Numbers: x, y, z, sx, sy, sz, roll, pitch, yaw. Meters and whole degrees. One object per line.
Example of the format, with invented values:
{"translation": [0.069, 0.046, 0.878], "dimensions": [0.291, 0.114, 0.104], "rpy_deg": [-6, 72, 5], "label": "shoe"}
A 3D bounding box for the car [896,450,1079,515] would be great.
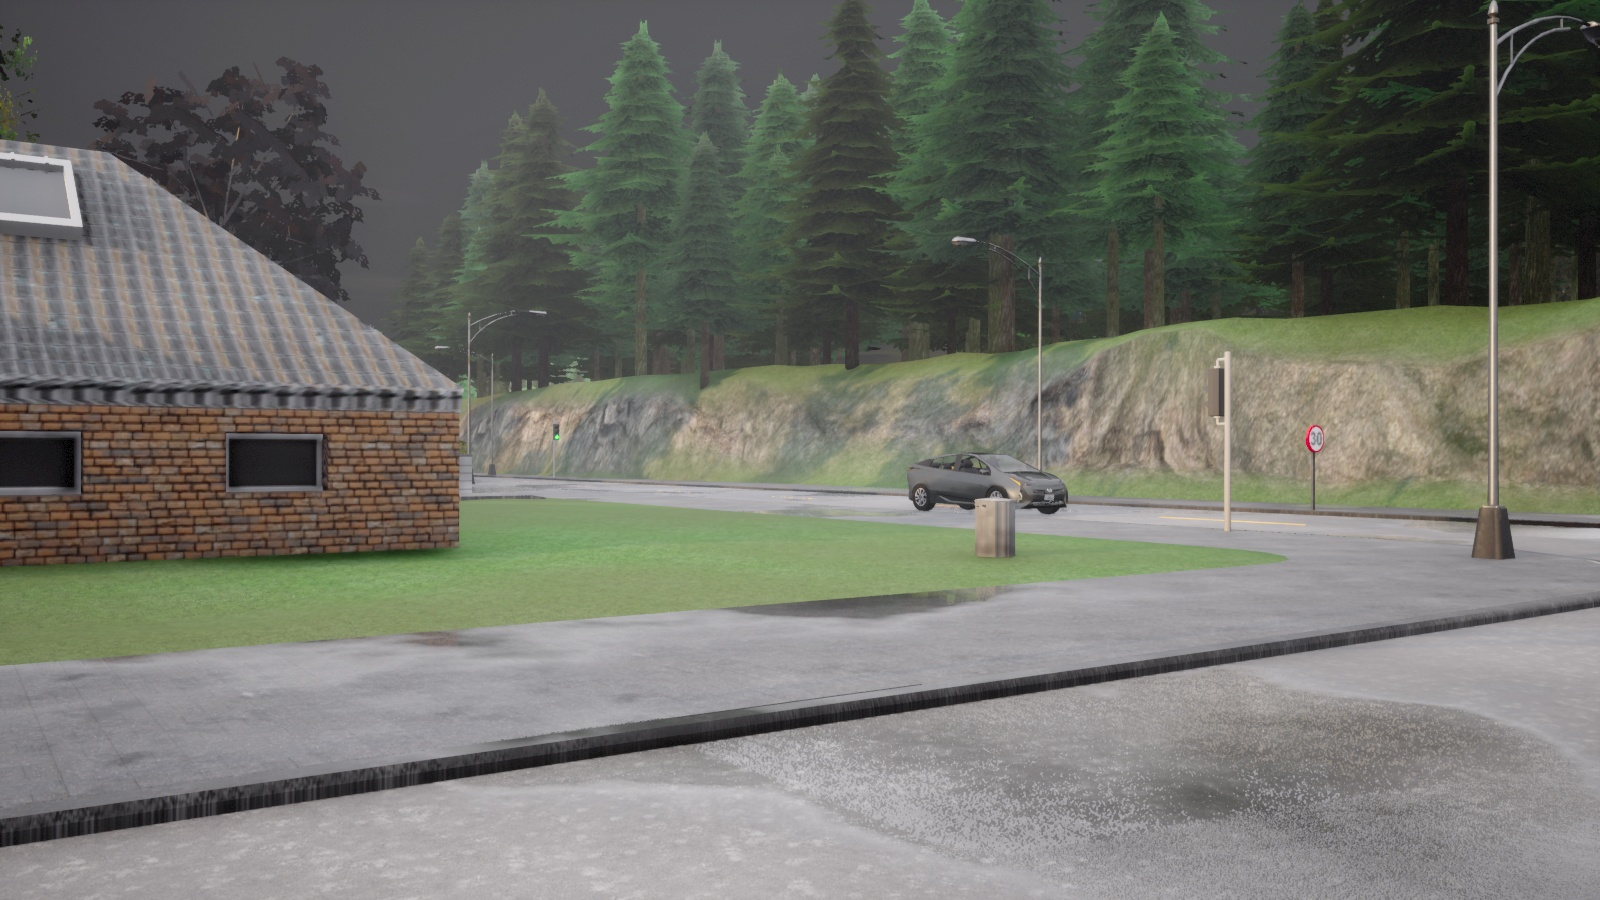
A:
{"translation": [4.616, 0.759, 31.520], "dimensions": [2.007, 1.525, 4.514], "rpy_deg": [0, 0, -35], "label": "car"}
